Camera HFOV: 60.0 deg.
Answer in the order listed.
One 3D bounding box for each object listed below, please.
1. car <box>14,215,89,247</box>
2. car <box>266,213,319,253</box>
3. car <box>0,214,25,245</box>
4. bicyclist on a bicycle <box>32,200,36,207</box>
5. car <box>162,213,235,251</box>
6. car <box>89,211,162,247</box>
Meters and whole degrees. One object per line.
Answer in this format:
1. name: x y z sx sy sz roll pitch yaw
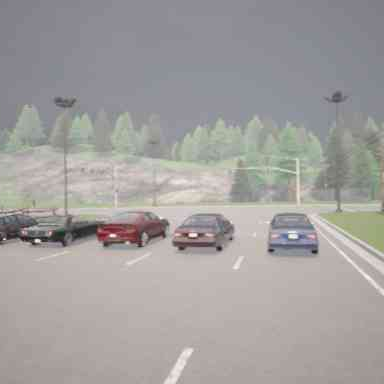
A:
1. car: -6.074 1.810 16.458 1.895 1.301 4.718 -1 0 15
2. car: 4.057 1.563 13.710 2.033 1.411 5.357 -1 0 15
3. car: -9.493 1.821 17.224 2.033 1.411 5.357 -1 0 15
4. bicyclist on a bicycle: -27.540 2.144 57.921 0.582 1.620 1.656 -1 0 -6
5. car: 0.669 1.627 14.588 2.033 1.411 5.357 -1 0 15
6. car: -2.594 1.623 15.934 1.882 1.535 5.008 -1 0 15
